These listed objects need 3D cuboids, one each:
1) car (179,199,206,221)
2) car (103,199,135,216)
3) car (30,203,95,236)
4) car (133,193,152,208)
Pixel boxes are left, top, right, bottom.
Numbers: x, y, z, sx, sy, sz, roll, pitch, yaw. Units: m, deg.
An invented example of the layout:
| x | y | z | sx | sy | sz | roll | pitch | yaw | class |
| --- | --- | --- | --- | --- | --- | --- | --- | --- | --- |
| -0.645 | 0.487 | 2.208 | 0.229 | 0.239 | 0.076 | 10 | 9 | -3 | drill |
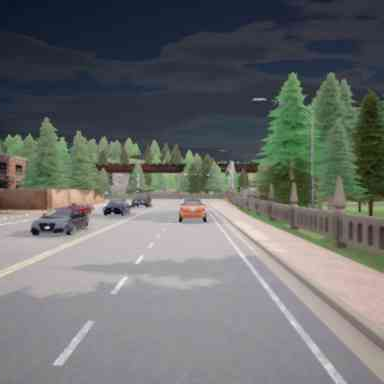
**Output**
| x | y | z | sx | sy | sz | roll | pitch | yaw | class |
| --- | --- | --- | --- | --- | --- | --- | --- | --- | --- |
| 0.053 | 1.341 | 26.873 | 2.097 | 1.767 | 4.553 | 0 | 0 | 0 | car |
| -7.033 | 1.579 | 31.621 | 1.895 | 1.301 | 4.718 | 0 | 0 | 0 | car |
| -7.066 | 1.547 | 18.208 | 1.994 | 1.385 | 4.181 | 0 | 0 | 0 | car |
| -6.969 | 1.194 | 46.761 | 2.150 | 2.045 | 5.566 | 0 | 0 | 1 | car |
